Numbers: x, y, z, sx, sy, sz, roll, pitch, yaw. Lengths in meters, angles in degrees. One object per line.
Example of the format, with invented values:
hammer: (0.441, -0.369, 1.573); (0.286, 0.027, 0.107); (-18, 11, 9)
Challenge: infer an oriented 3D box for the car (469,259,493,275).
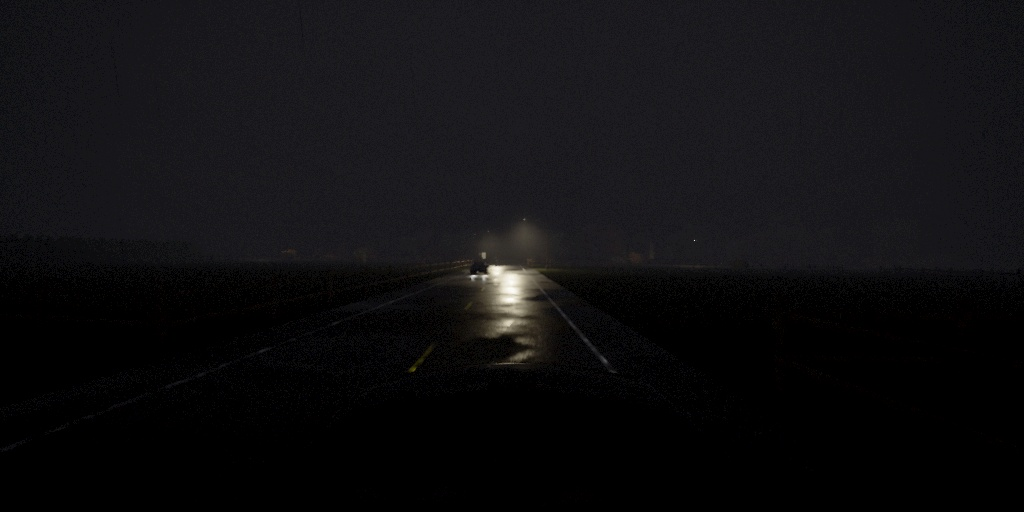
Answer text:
car: (-3.577, 1.313, 40.103); (2.033, 1.411, 5.357); (0, 0, 0)
